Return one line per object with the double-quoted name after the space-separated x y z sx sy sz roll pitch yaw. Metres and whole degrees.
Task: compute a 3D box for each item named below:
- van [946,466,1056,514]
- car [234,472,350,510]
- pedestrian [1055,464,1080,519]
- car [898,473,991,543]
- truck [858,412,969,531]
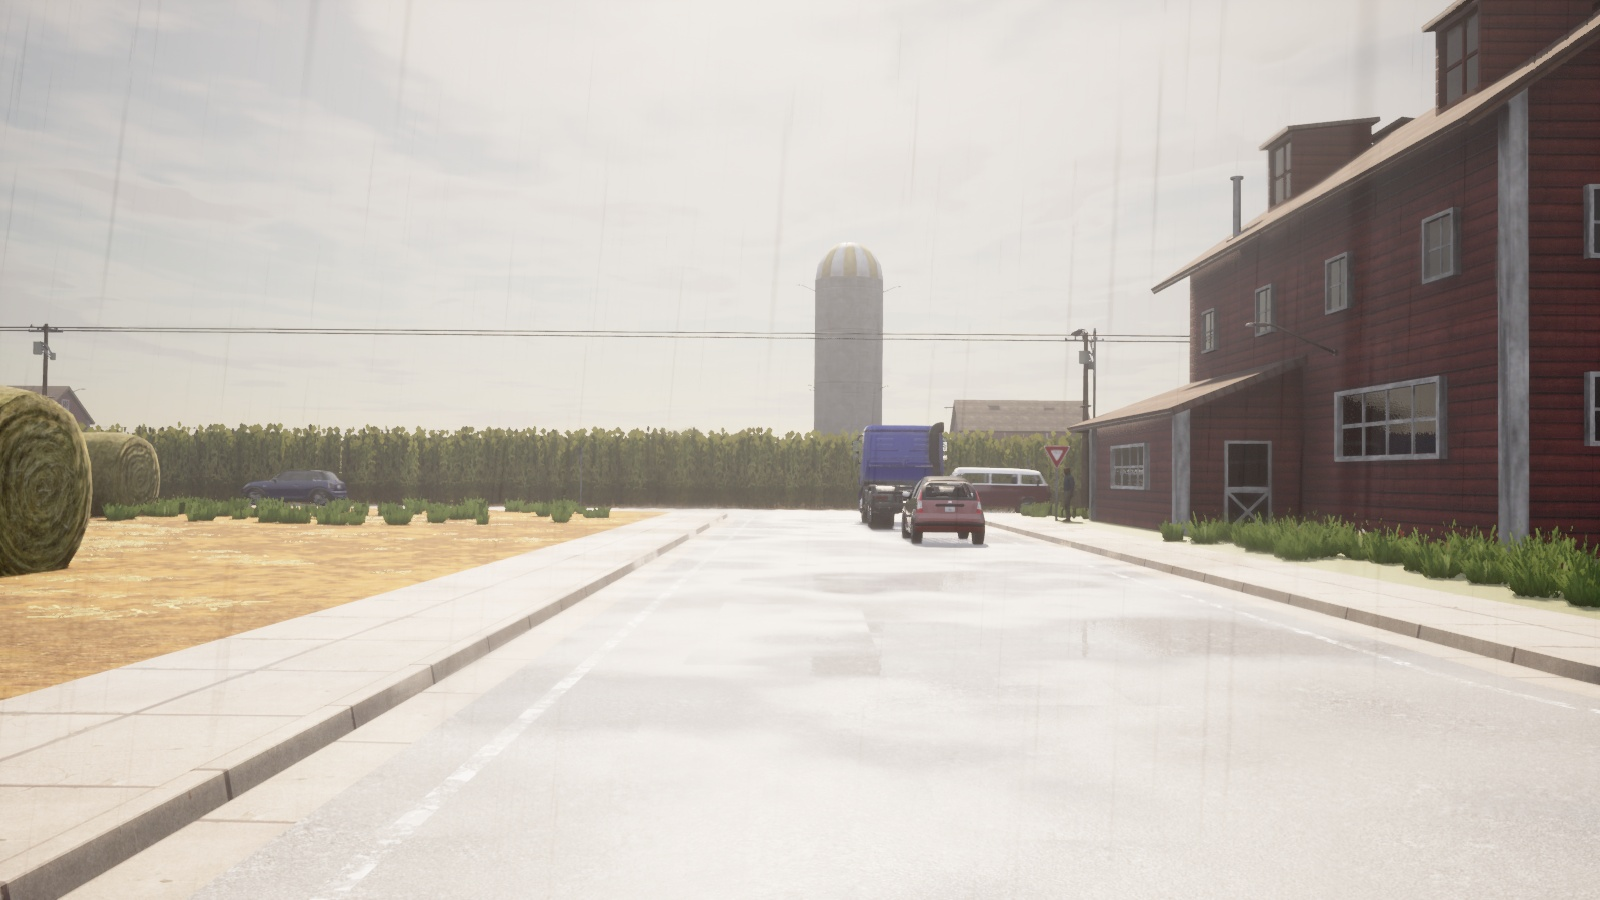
8.686 1.735 54.575 4.480 2.038 2.069 0 -1 1 "van"
-23.653 1.903 58.555 4.553 1.767 2.097 0 -1 1 "car"
8.902 1.383 41.786 0.726 1.835 0.370 0 -1 1 "pedestrian"
3.507 1.387 31.174 1.851 1.617 3.988 0 -1 0 "car"
3.507 0.709 40.789 2.891 3.462 7.936 0 -1 0 "truck"
